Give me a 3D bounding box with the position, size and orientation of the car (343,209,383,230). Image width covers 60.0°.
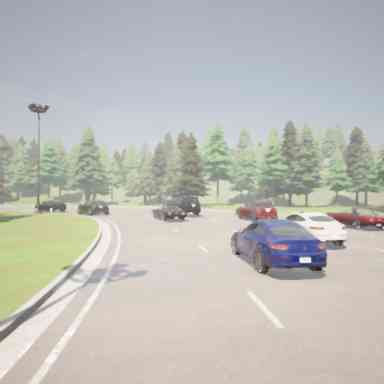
[{"bbox_3d":[11.040,1.778,22.756,1.895,1.301,4.718,0,0,-14],"label":"car"}]

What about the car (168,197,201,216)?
[{"bbox_3d":[-1.160,1.508,35.318,2.150,2.045,5.566,1,-1,-29],"label":"car"}]

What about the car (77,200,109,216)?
[{"bbox_3d":[-11.005,1.657,36.899,2.097,1.767,4.553,0,-1,-40],"label":"car"}]

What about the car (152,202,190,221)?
[{"bbox_3d":[-2.143,1.840,29.495,1.895,1.301,4.718,0,0,-22],"label":"car"}]

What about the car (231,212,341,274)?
[{"bbox_3d":[2.630,1.613,10.862,1.812,1.442,4.674,0,-1,-7],"label":"car"}]

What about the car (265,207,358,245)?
[{"bbox_3d":[5.383,1.650,15.759,1.812,1.442,4.674,0,0,-10],"label":"car"}]

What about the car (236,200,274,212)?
[{"bbox_3d":[5.575,1.583,29.165,2.097,1.767,4.553,0,-1,-17],"label":"car"}]

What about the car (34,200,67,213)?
[{"bbox_3d":[-18.465,1.867,43.385,4.892,1.490,1.837,0,-1,30],"label":"car"}]
